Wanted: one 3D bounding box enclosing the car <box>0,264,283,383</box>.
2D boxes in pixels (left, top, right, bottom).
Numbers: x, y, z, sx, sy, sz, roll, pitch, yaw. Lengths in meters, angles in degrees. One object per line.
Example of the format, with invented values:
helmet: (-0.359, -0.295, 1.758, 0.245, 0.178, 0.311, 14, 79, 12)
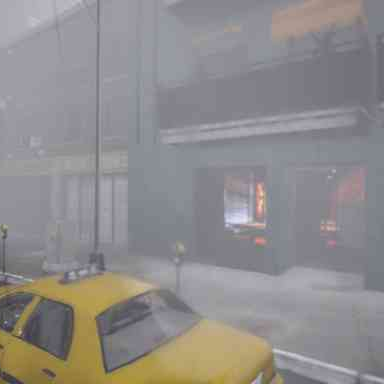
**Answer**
car: (-1.453, 1.532, 3.896, 4.829, 1.417, 1.752, 0, 1, 36)
